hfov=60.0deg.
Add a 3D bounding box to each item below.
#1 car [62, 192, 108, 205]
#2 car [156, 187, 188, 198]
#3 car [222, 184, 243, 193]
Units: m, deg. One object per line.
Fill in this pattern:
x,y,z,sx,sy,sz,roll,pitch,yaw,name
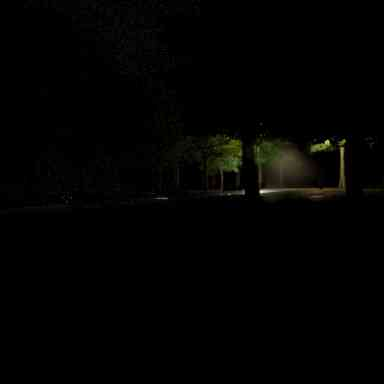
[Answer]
-11.593,0.641,36.120,1.895,1.301,4.718,-1,2,37,car
-2.743,0.024,47.609,2.033,1.411,5.357,-1,2,38,car
7.411,-0.726,60.631,1.882,1.535,5.008,-1,2,38,car
